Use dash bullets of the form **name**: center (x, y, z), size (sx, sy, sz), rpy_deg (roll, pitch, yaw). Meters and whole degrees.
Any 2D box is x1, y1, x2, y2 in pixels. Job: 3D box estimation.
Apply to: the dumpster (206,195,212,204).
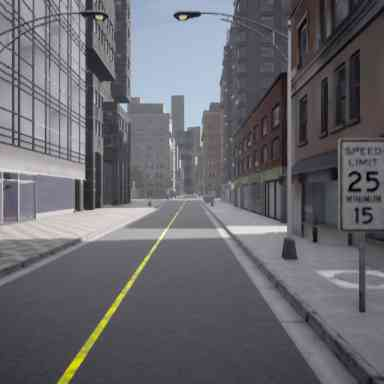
- **dumpster**: center (3.135, 1.393, 60.896), size (1.020, 1.700, 1.940), rpy_deg (0, 0, 0)
